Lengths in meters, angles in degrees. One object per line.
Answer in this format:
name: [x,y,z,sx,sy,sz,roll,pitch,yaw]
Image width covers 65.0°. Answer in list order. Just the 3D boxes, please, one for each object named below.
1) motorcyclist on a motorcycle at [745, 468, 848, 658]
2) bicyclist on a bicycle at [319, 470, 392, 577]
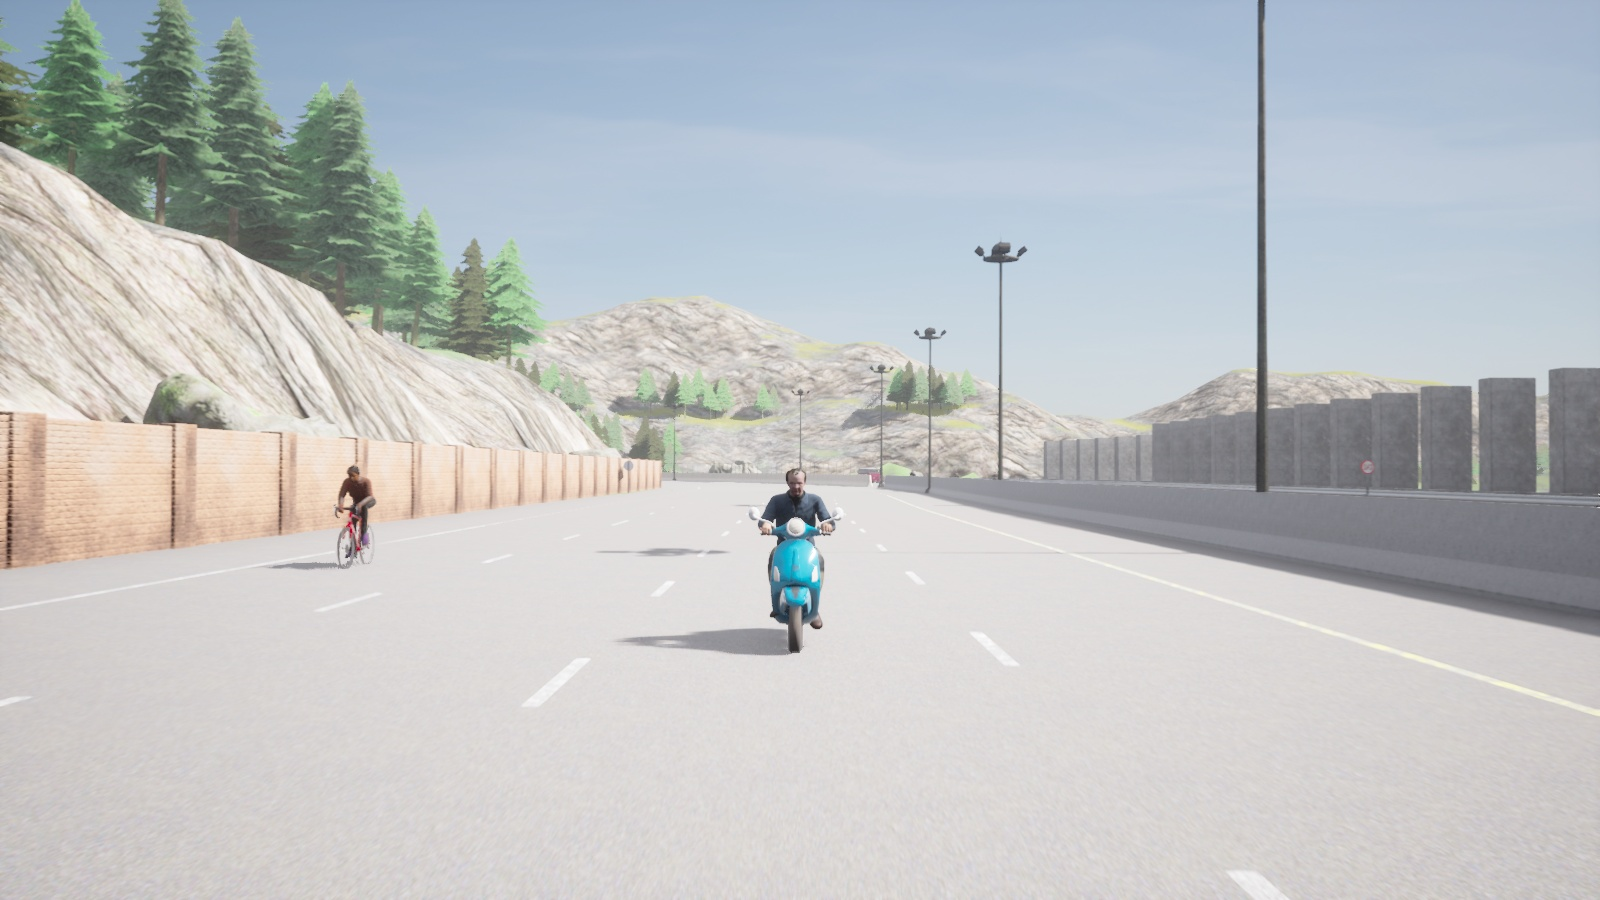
motorcyclist on a motorcycle: [-0.031,0.960,11.481,0.866,1.590,1.817,0,-1,0]
bicyclist on a bicycle: [-7.053,1.130,19.985,0.582,1.620,1.656,0,-1,0]
